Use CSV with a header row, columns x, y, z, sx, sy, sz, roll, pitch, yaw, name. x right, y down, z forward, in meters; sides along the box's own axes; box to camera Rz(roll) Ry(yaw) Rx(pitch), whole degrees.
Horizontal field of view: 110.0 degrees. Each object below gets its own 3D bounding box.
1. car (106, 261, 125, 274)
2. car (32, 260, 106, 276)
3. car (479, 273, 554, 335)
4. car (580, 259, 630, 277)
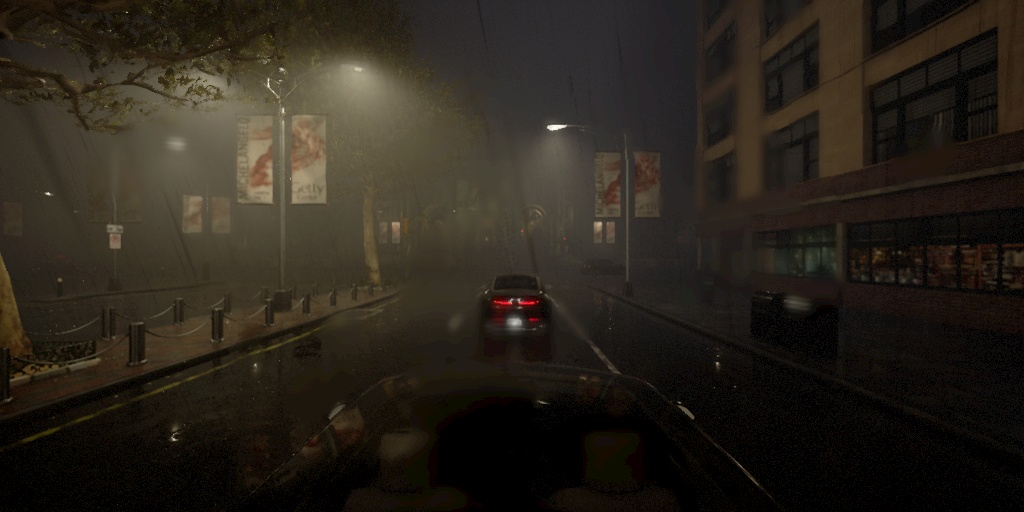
x,y,z,sx,sy,sz,roll,pitch,yaw,name
-44.706,1.200,38.538,4.892,1.490,1.837,0,0,1,car
-43.581,1.193,35.016,4.902,1.511,2.128,0,0,1,car
0.125,1.242,10.434,1.837,1.490,4.892,0,0,1,car
8.911,1.054,34.120,4.553,1.767,2.097,0,1,-14,car
